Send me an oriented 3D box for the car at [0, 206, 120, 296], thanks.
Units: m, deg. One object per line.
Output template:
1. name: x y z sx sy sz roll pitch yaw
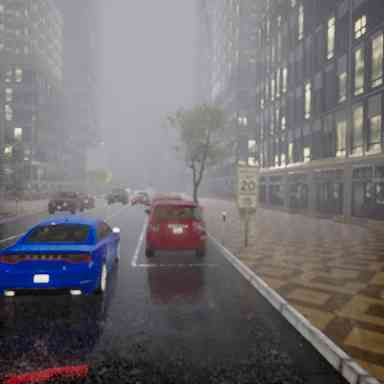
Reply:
1. car: -2.954 1.361 8.399 1.882 1.535 5.008 1 1 -6

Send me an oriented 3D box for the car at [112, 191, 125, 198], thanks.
1. car: -14.634 0.529 66.601 2.008 1.369 4.403 1 1 -6

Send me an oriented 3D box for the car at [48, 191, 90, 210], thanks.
1. car: -10.422 0.829 27.919 2.192 1.841 5.009 1 1 -6

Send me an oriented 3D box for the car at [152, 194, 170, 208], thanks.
1. car: -3.795 1.037 39.828 2.008 1.369 4.403 1 1 -6

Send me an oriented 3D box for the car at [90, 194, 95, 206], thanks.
1. car: -11.026 0.877 33.446 1.967 1.590 4.097 1 1 -6

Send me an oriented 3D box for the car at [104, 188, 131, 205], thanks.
1. car: -9.487 0.569 43.058 2.150 2.045 5.566 1 1 -6

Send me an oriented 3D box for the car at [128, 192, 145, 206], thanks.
1. car: -6.473 1.022 41.345 1.895 1.301 4.718 1 1 -6

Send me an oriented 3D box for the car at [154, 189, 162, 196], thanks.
1. car: -9.803 0.042 95.080 2.192 1.841 5.009 1 1 -6

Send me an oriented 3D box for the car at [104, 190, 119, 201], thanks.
1. car: -13.430 0.570 55.549 1.967 1.590 4.097 1 1 -6

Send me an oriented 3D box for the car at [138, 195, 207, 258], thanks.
1. car: -0.676 1.191 12.213 2.192 1.841 5.009 1 1 -6

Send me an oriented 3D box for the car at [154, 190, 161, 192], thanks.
1. car: -5.599 0.801 56.404 1.887 1.381 4.507 1 1 -6

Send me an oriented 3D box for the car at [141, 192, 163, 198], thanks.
1. car: -1.372 1.112 17.727 2.192 1.841 5.009 1 1 -6
